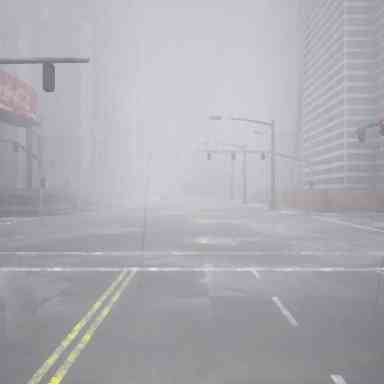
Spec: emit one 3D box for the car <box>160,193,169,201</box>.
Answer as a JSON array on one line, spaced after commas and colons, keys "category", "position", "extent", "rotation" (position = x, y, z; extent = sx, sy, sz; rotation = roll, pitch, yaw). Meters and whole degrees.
[{"category": "car", "position": [-7.000, 1.215, 85.170], "extent": [2.150, 2.045, 5.566], "rotation": [0, 0, 0]}]
